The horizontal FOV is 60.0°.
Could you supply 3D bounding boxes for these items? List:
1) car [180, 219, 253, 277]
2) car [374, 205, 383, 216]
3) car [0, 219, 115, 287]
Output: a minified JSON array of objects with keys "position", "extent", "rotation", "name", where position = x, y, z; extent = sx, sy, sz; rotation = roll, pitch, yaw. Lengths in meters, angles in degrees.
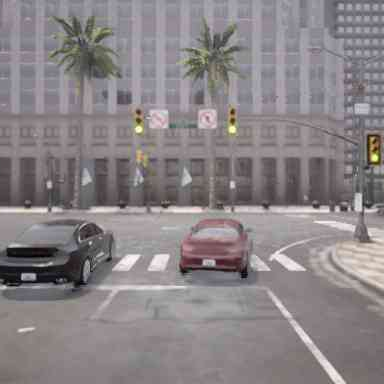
[{"position":[0.872,1.544,10.287],"extent":[1.812,1.442,4.674],"rotation":[0,0,11],"name":"car"},{"position":[19.818,1.550,31.416],"extent":[4.902,1.511,2.128],"rotation":[0,0,0],"name":"car"},{"position":[-3.472,1.523,9.384],"extent":[1.837,1.490,4.892],"rotation":[0,0,-1],"name":"car"}]
